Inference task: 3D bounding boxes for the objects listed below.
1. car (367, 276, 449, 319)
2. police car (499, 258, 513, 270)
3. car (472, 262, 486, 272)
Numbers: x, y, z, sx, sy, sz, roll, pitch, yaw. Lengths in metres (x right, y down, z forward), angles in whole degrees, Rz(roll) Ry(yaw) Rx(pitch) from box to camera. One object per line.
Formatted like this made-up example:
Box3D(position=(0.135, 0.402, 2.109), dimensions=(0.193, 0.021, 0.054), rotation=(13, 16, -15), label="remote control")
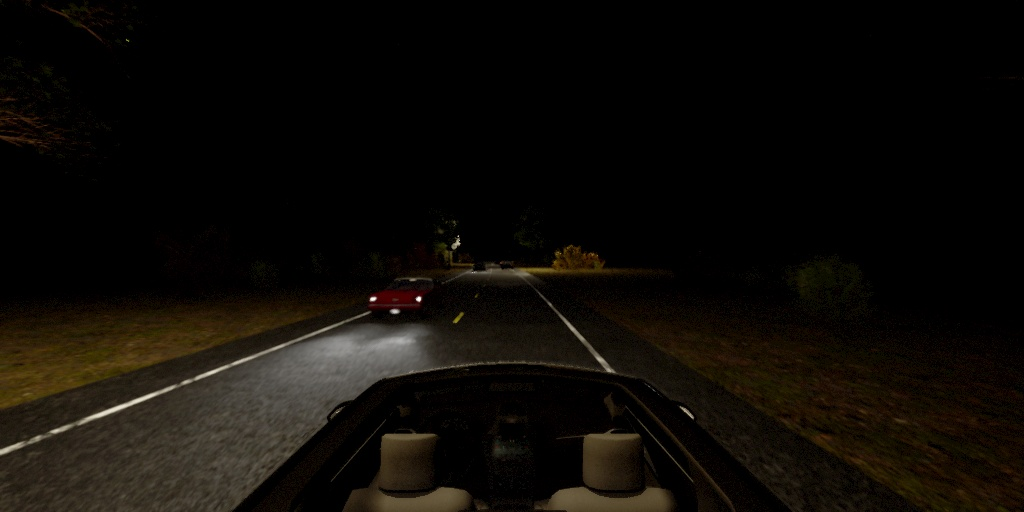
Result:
Box3D(position=(-3.675, 1.451, 13.432), dimensions=(1.895, 1.301, 4.718), rotation=(0, 0, -1), label="car")
Box3D(position=(-0.811, 1.625, 63.814), dimensions=(1.930, 1.638, 5.238), rotation=(0, 0, -3), label="police car")
Box3D(position=(-4.965, 1.675, 54.812), dimensions=(1.812, 1.442, 4.674), rotation=(0, 0, -2), label="car")
